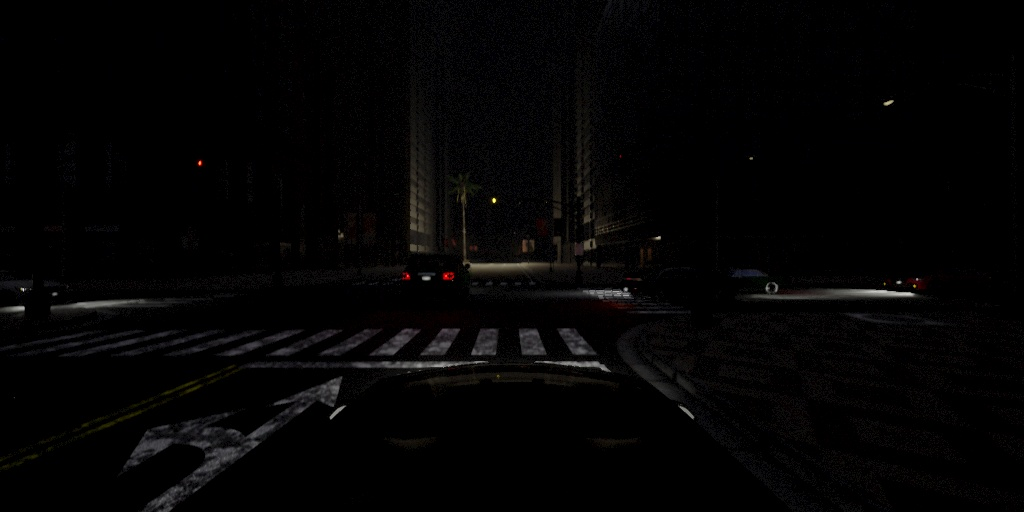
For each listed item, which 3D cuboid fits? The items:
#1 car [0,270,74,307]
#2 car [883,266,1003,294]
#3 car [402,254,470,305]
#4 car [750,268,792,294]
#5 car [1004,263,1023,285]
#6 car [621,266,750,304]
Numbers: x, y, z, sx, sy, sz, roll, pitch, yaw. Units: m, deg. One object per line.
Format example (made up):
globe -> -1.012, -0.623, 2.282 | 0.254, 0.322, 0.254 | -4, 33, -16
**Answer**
car -> -21.378, 1.320, 14.978 | 4.674, 1.442, 1.812 | 0, 0, 1
car -> 22.384, 1.204, 18.933 | 4.181, 1.385, 1.994 | 0, 0, -1
car -> -3.184, 0.935, 15.977 | 2.150, 2.045, 5.566 | 0, 0, 0
car -> 11.619, 1.278, 18.749 | 4.718, 1.301, 1.895 | 0, 0, -1
car -> 32.065, 1.066, 21.858 | 4.097, 1.591, 1.967 | 0, 0, -1
car -> 7.172, 1.167, 15.467 | 4.902, 1.511, 2.128 | 0, -1, -11
